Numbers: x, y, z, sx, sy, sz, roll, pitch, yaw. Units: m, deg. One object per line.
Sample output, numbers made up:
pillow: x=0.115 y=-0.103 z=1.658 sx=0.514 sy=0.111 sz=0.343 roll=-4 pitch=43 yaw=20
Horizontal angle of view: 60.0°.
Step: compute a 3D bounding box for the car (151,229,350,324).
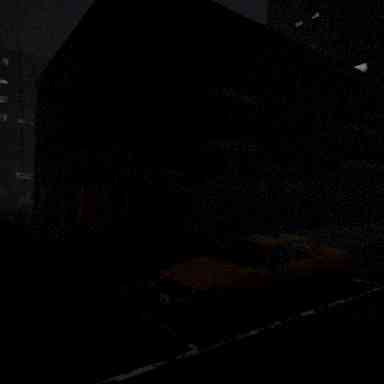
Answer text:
car: x=1.495 y=1.526 z=7.141 sx=4.829 sy=1.417 sz=1.752 roll=0 pitch=2 yaw=-35
